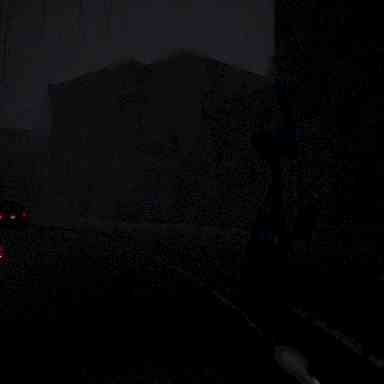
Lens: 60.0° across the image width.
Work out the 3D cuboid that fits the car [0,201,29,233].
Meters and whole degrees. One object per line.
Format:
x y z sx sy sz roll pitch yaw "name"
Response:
-12.672 1.644 21.451 5.566 2.045 2.150 -2 1 39 "car"
